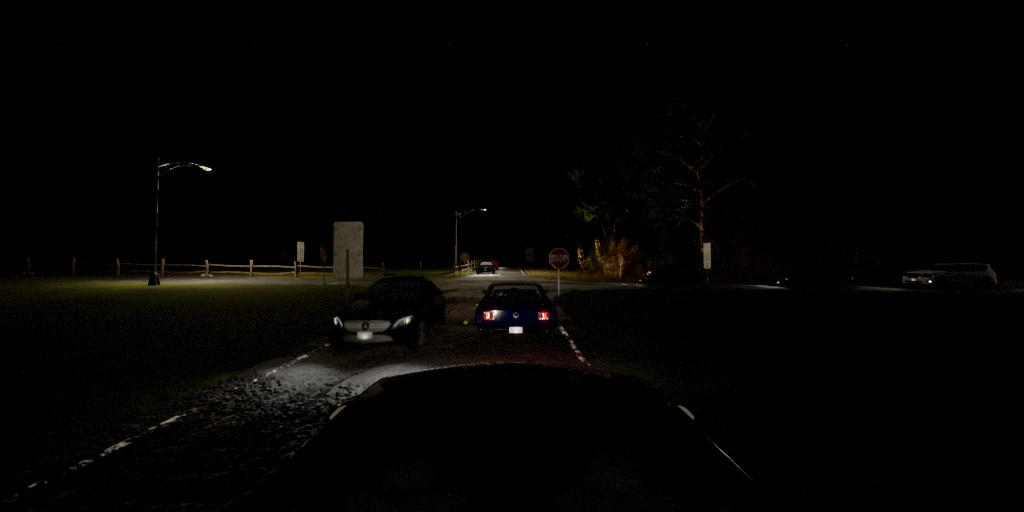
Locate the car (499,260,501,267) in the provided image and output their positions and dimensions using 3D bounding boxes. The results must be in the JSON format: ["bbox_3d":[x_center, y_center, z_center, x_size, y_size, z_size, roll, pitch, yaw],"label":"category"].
[{"bbox_3d":[-2.934,1.273,51.955,1.882,1.535,5.008,0,0,0],"label":"car"}]

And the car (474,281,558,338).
[{"bbox_3d":[0.088,1.354,10.166,1.895,1.301,4.718,0,0,0],"label":"car"}]

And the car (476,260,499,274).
[{"bbox_3d":[-2.923,1.344,41.154,1.994,1.385,4.181,0,0,0],"label":"car"}]

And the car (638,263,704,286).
[{"bbox_3d":[12.207,1.343,27.773,4.553,1.767,2.097,1,-1,2],"label":"car"}]

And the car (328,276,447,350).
[{"bbox_3d":[-2.851,1.279,9.247,1.812,1.442,4.674,0,0,0],"label":"car"}]

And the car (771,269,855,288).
[{"bbox_3d":[23.262,1.702,27.774,5.357,1.411,2.033,1,-1,0],"label":"car"}]

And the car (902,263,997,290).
[{"bbox_3d":[33.925,1.536,27.865,5.566,2.045,2.150,1,-1,0],"label":"car"}]
